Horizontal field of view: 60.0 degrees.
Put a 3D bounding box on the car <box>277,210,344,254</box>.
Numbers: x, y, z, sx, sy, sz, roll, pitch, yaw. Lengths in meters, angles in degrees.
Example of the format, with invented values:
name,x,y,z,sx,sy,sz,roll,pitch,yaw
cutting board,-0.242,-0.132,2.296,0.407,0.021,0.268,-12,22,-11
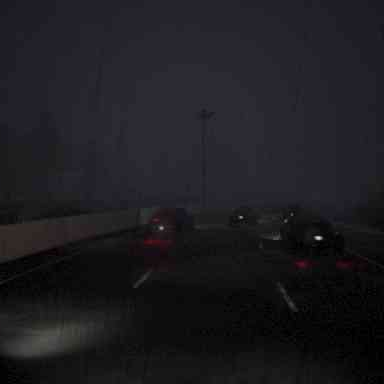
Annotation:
name,x,y,z,sx,sy,sz,roll,pitch,yaw
car,4.955,1.672,14.146,1.994,1.385,4.181,0,0,9

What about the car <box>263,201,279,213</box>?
name,x,y,z,sx,sy,sz,roll,pitch,yaw
car,10.000,1.797,40.950,2.128,1.511,4.902,0,0,24

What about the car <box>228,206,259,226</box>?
name,x,y,z,sx,sy,sz,roll,pitch,yaw
car,3.980,1.749,25.362,1.994,1.385,4.181,0,0,15

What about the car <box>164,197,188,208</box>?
name,x,y,z,sx,sy,sz,roll,pitch,yaw
car,-2.591,1.738,55.785,2.097,1.767,4.553,0,0,26

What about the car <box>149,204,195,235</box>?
name,x,y,z,sx,sy,sz,roll,pitch,yaw
car,-1.102,1.642,19.754,1.837,1.490,4.892,0,0,12

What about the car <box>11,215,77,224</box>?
name,x,y,z,sx,sy,sz,roll,pitch,yaw
car,-8.289,1.621,20.419,2.128,1.511,4.902,0,0,12

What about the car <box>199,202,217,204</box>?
name,x,y,z,sx,sy,sz,roll,pitch,yaw
car,2.883,1.897,59.097,1.882,1.535,5.008,0,0,26

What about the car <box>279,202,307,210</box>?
name,x,y,z,sx,sy,sz,roll,pitch,yaw
car,9.558,1.740,31.109,1.837,1.490,4.892,0,-1,20
